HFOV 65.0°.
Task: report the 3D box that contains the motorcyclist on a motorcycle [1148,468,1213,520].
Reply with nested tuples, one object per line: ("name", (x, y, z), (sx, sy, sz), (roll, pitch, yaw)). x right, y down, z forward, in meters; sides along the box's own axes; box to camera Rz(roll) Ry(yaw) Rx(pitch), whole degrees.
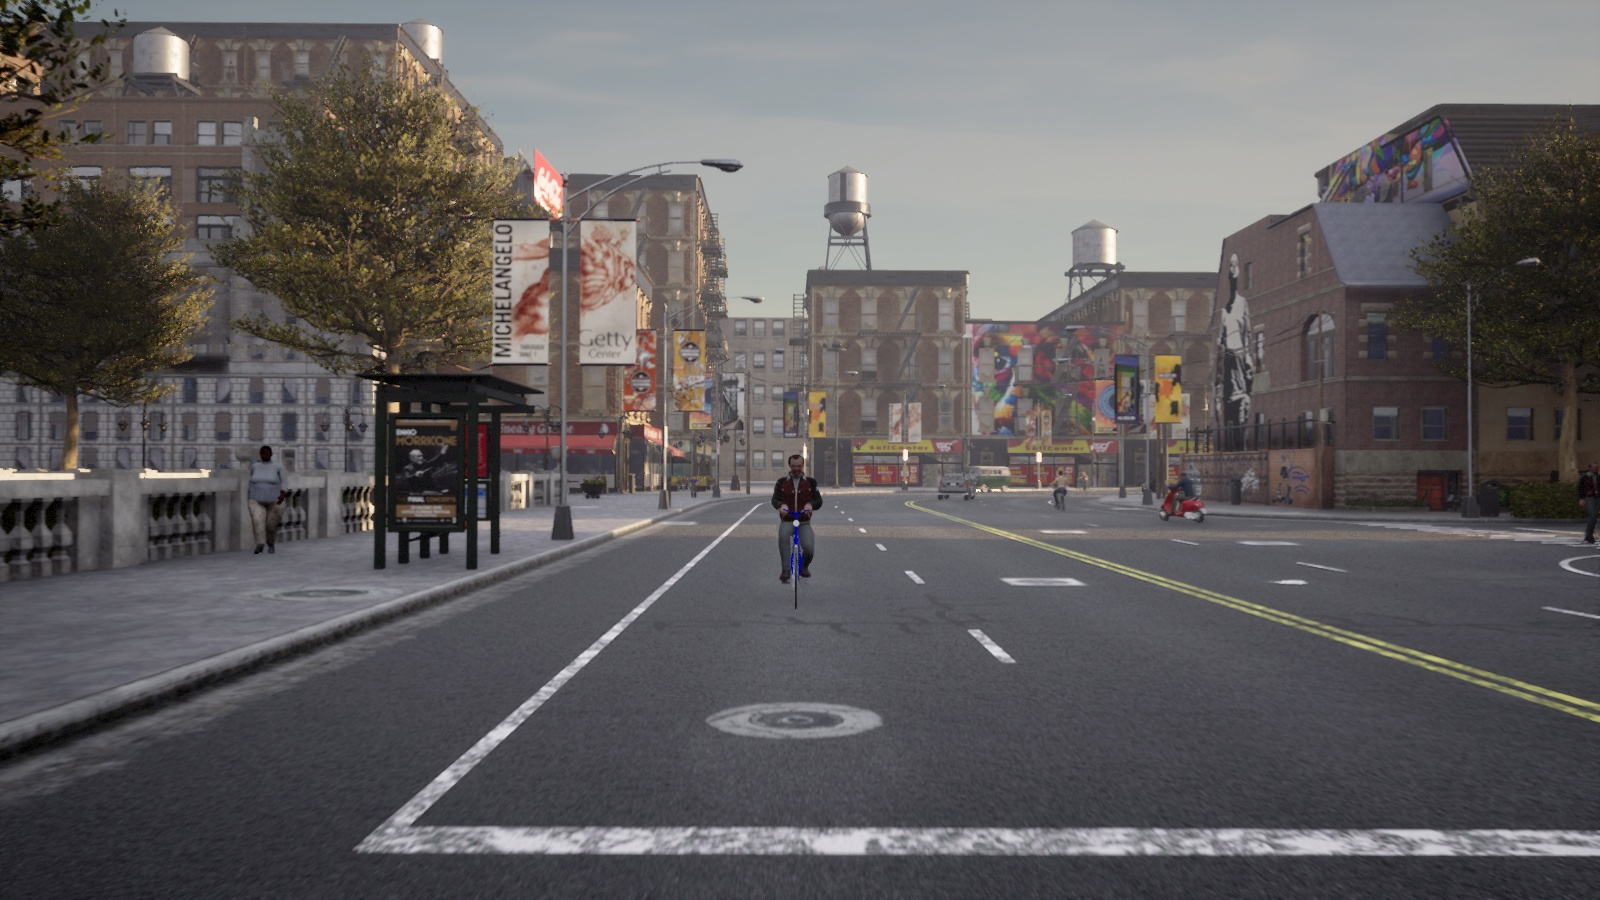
("motorcyclist on a motorcycle", (11.889, 1.378, 39.296), (0.866, 1.590, 1.817), (2, -2, -34))

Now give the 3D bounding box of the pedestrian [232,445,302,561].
("pedestrian", (-8.741, 0.852, 20.638), (0.874, 1.855, 0.900), (0, -1, -10))

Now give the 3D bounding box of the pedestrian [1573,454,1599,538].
("pedestrian", (17.765, 1.017, 28.183), (0.376, 1.854, 0.720), (0, -1, -1))

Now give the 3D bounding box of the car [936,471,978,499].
("car", (8.786, 1.930, 70.066), (1.789, 1.549, 3.705), (-1, -1, 15))

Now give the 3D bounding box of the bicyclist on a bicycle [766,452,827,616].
("bicyclist on a bicycle", (-0.037, 0.930, 14.594), (0.659, 1.776, 1.843), (0, -1, 0))

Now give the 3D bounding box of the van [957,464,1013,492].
("van", (13.701, 2.067, 92.895), (1.775, 1.987, 4.442), (-1, -1, 44))
